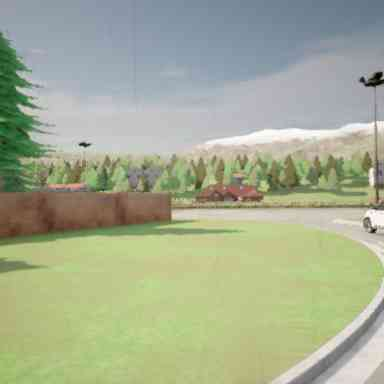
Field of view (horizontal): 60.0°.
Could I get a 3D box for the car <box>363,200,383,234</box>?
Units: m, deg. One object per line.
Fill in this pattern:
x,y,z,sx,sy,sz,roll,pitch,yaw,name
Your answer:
10.886,1.316,17.080,2.150,2.045,5.566,0,-1,6,car
